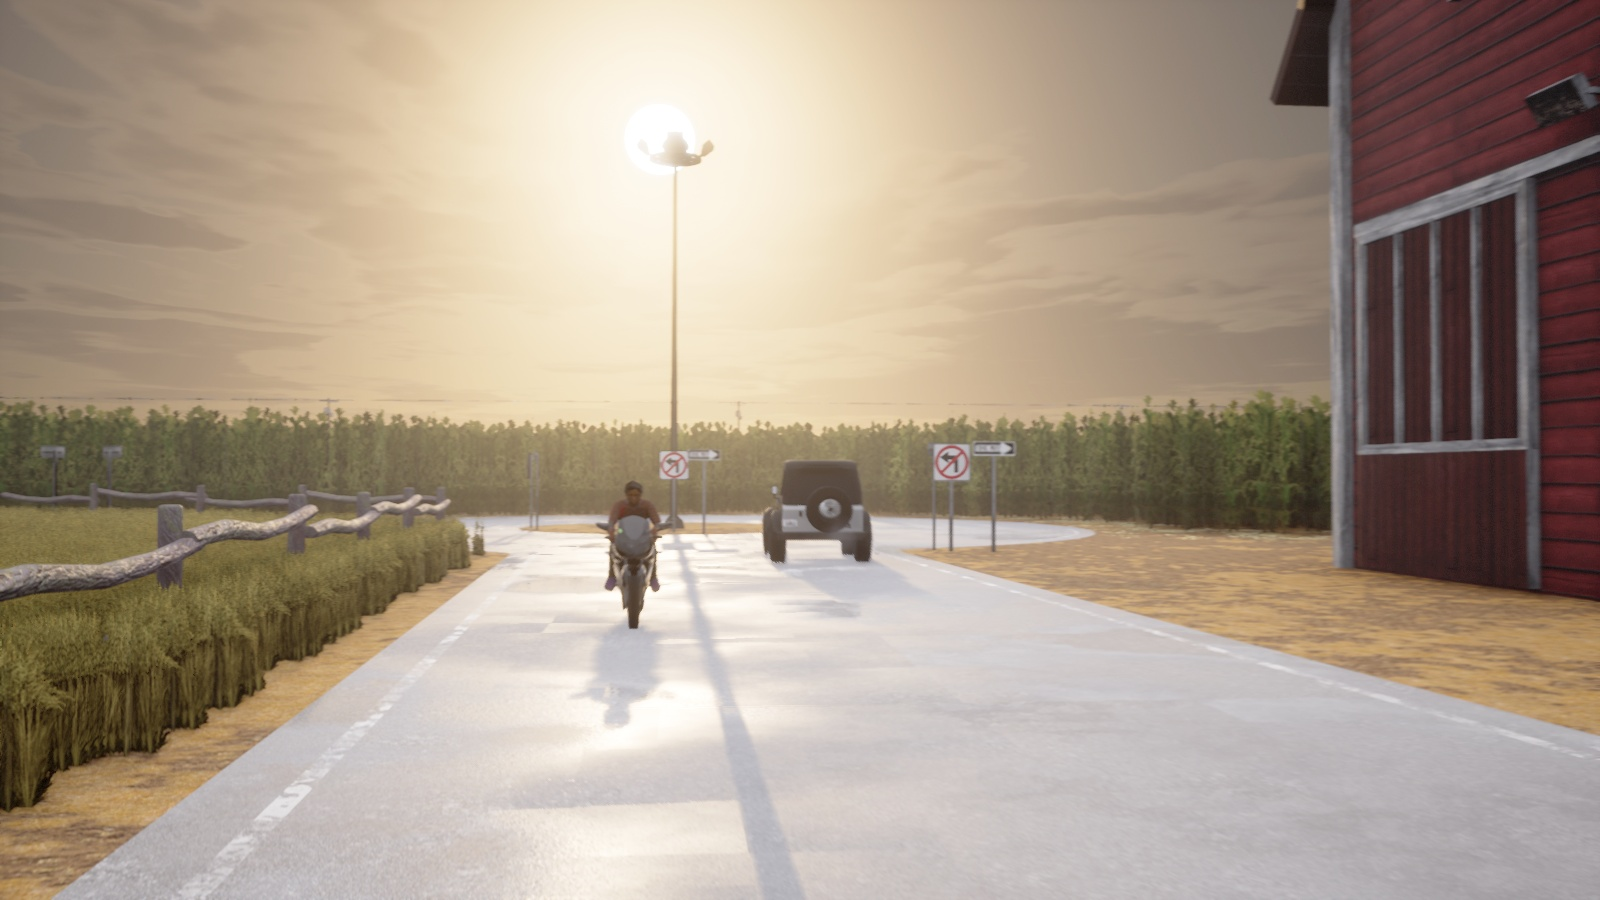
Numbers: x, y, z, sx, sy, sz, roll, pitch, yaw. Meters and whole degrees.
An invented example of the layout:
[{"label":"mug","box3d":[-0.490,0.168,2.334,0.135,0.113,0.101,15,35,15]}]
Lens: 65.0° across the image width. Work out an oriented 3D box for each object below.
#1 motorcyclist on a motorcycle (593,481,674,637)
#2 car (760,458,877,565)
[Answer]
[{"label":"motorcyclist on a motorcycle","box3d":[-1.799,1.104,13.490,0.797,1.523,2.044,0,-1,-8]},{"label":"car","box3d":[0.266,1.137,24.260,1.905,1.878,3.866,0,-1,-4]}]
